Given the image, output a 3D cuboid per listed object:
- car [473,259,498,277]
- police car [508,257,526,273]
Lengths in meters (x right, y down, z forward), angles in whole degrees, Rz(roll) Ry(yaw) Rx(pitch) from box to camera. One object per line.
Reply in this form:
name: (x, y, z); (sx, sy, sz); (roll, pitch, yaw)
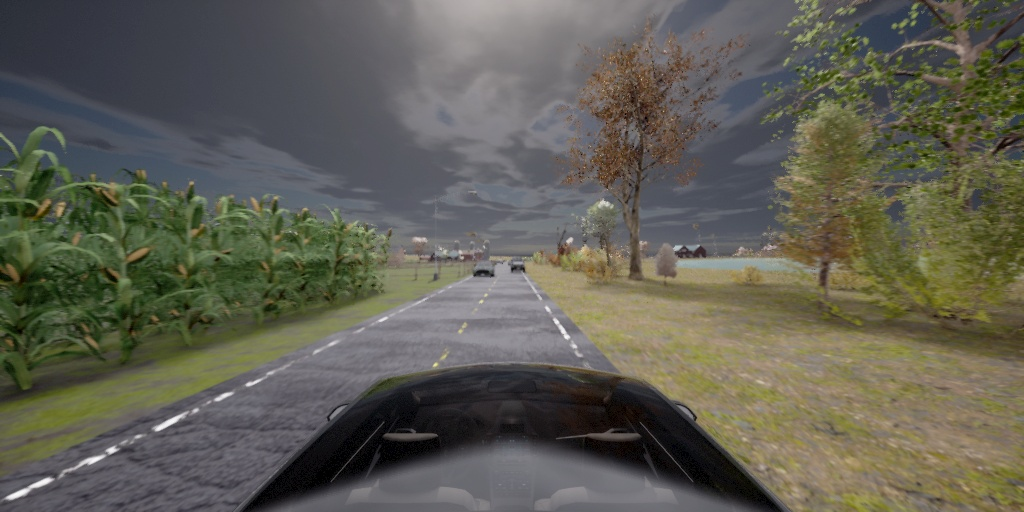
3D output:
car: (-2.831, 1.247, 37.054); (2.097, 1.767, 4.553); (0, 0, 0)
police car: (0.834, 1.381, 48.962); (1.930, 1.638, 5.238); (0, 0, 0)
